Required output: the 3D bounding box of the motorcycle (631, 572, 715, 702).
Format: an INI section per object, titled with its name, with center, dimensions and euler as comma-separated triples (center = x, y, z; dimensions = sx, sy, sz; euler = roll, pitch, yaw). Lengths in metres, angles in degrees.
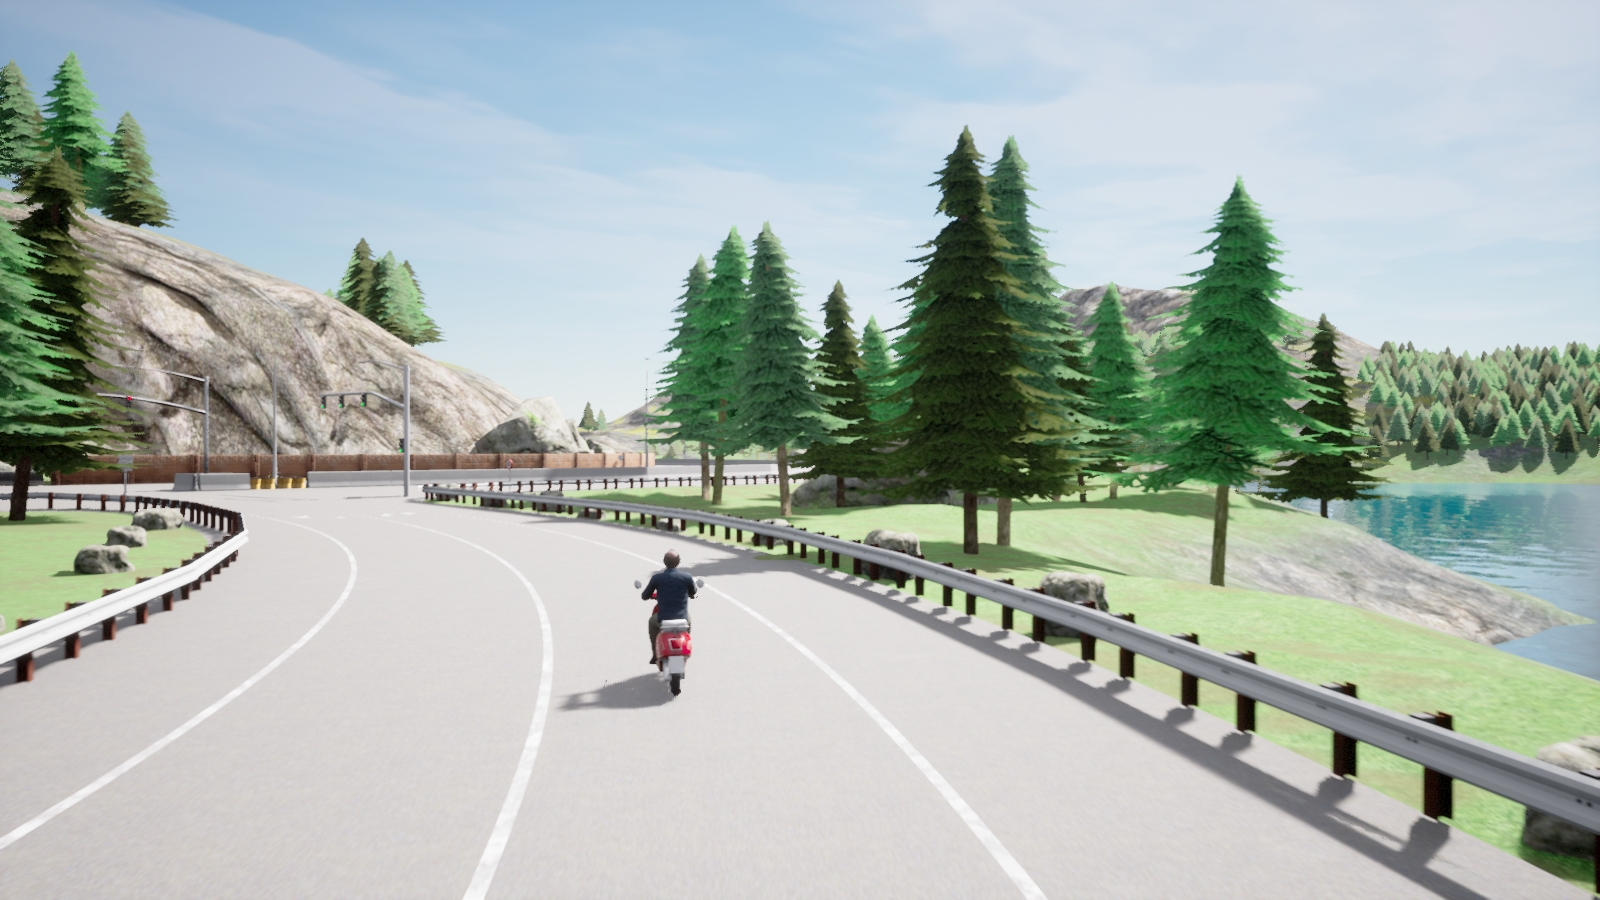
[motorcycle]
center = -1.548, 2.182, 13.658
dimensions = 0.856, 1.236, 1.805
euler = 0, 0, -11
